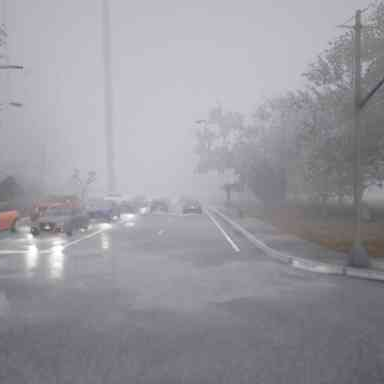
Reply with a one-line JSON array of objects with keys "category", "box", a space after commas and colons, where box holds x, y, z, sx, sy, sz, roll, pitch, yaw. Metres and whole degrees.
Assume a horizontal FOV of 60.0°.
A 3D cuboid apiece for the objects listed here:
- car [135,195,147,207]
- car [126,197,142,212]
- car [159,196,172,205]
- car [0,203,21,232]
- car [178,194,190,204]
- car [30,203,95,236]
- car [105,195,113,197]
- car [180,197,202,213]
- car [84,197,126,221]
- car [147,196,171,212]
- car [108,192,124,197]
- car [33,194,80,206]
[{"category": "car", "box": [-7.434, 1.219, 47.345, 2.097, 1.767, 4.553, 0, 0, -3]}, {"category": "car", "box": [-7.100, 1.531, 37.108, 1.895, 1.301, 4.718, 0, 0, -1]}, {"category": "car", "box": [-4.511, 1.348, 56.123, 2.033, 1.411, 5.357, 0, 0, -5]}, {"category": "car", "box": [-10.619, 1.338, 16.660, 2.097, 1.767, 4.553, 0, 0, 1]}, {"category": "car", "box": [-1.350, 1.126, 59.835, 2.097, 1.767, 4.553, 0, 0, -6]}, {"category": "car", "box": [-7.093, 1.548, 18.274, 1.994, 1.385, 4.181, 0, 0, 0]}, {"category": "car", "box": [-10.593, 1.425, 36.468, 2.128, 1.511, 4.902, 0, 0, -1]}, {"category": "car", "box": [-0.003, 1.502, 35.523, 1.994, 1.385, 4.181, 0, 0, -1]}, {"category": "car", "box": [-7.065, 1.446, 27.084, 1.882, 1.535, 5.008, 0, 0, 0]}, {"category": "car", "box": [-3.528, 1.436, 36.996, 1.837, 1.490, 4.892, 0, 0, -1]}, {"category": "car", "box": [-10.923, 1.090, 47.041, 2.150, 2.045, 5.566, 0, 0, -3]}, {"category": "car", "box": [-10.562, 1.193, 26.245, 2.150, 2.045, 5.566, 0, 0, 0]}]
